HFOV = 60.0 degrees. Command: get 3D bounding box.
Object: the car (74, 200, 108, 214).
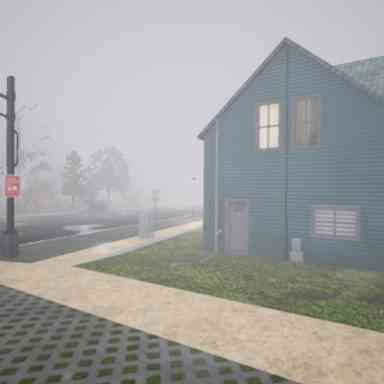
[{"bbox_3d":[-12.102,1.727,40.092,2.097,1.767,4.553,1,-1,19],"label":"car"}]
